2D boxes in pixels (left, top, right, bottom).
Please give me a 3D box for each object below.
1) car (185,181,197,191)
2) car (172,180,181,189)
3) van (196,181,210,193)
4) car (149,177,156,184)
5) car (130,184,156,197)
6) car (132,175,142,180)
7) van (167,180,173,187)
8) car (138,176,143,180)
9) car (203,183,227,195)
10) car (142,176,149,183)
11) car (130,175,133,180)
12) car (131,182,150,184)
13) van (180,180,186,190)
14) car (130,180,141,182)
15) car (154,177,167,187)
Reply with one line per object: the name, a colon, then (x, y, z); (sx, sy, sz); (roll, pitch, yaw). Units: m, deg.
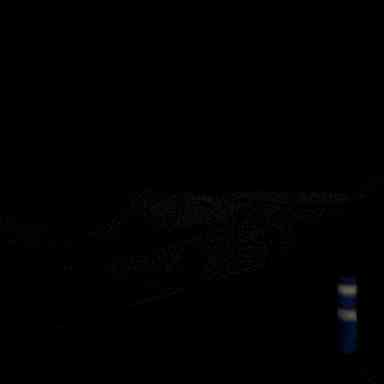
car: (1.732, -1.134, 68.600); (2.435, 2.045, 5.566); (6, 5, 38)
car: (-1.458, -1.513, 73.678); (2.185, 1.767, 4.553); (6, 5, 38)
van: (3.402, -0.861, 66.190); (1.878, 1.987, 4.442); (6, 5, 38)
car: (-7.842, -2.369, 83.855); (2.163, 1.488, 4.792); (5, 5, 37)
car: (-8.288, -0.059, 52.788); (2.002, 1.452, 4.674); (5, 6, 36)
car: (-12.734, -3.406, 91.384); (2.435, 2.045, 5.566); (5, 5, 36)
van: (-2.958, -1.869, 76.323); (1.878, 1.987, 4.442); (6, 5, 38)
car: (-11.120, -2.902, 88.875); (2.231, 1.521, 4.892); (5, 5, 37)
car: (4.904, -0.382, 63.578); (2.097, 1.535, 5.008); (6, 5, 38)
car: (-9.453, -2.902, 86.363); (2.435, 2.045, 5.566); (5, 5, 37)
car: (-14.519, -3.404, 93.716); (1.946, 1.575, 5.366); (6, 5, 36)
car: (-9.919, -0.317, 55.248); (2.163, 1.488, 4.792); (5, 6, 36)
van: (0.089, -1.359, 71.065); (1.878, 1.987, 4.442); (6, 5, 38)
car: (-11.556, -0.717, 57.668); (2.185, 1.767, 4.553); (5, 6, 36)
car: (-6.233, -2.144, 81.308); (2.231, 1.521, 4.892); (6, 5, 37)
